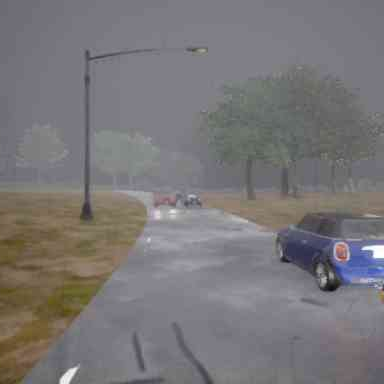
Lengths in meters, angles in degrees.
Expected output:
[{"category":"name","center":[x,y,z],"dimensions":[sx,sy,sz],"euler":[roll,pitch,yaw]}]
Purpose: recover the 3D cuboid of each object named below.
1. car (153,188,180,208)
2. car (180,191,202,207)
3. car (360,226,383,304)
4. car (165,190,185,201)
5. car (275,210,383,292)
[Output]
[{"category":"car","center":[-2.956,0.596,35.510],"dimensions":[2.150,2.045,5.566],"euler":[0,1,-10]},{"category":"car","center":[-0.125,0.886,37.303],"dimensions":[1.812,1.442,4.674],"euler":[0,2,-10]},{"category":"car","center":[3.880,1.450,3.064],"dimensions":[1.801,1.575,5.366],"euler":[-2,1,0]},{"category":"car","center":[-2.581,0.488,49.270],"dimensions":[1.837,1.490,4.892],"euler":[0,2,-15]},{"category":"car","center":[3.783,1.282,8.921],"dimensions":[2.097,1.767,4.553],"euler":[-1,0,-2]}]
